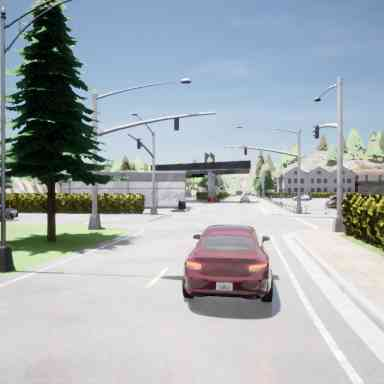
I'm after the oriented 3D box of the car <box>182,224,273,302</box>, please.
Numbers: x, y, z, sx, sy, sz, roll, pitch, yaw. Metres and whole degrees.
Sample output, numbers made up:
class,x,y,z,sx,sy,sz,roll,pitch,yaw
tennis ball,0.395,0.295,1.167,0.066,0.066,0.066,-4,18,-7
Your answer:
class,x,y,z,sx,sy,sz,roll,pitch,yaw
car,0.939,1.526,8.223,1.812,1.442,4.674,0,0,9

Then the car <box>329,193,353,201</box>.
class,x,y,z,sx,sy,sz,roll,pitch,yaw
car,33.280,1.097,74.538,4.605,1.855,1.932,0,0,9

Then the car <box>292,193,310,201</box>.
class,x,y,z,sx,sy,sz,roll,pitch,yaw
car,24.902,1.361,75.843,3.806,1.475,1.970,0,0,9

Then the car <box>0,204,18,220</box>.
class,x,y,z,sx,sy,sz,roll,pitch,yaw
car,-16.209,1.492,26.253,4.902,1.511,2.128,0,0,9

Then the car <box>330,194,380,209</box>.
class,x,y,z,sx,sy,sz,roll,pitch,yaw
car,19.082,1.340,38.905,4.514,1.523,2.007,0,0,9

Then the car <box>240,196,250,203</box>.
class,x,y,z,sx,sy,sz,roll,pitch,yaw
car,10.847,1.526,68.051,1.812,1.442,4.674,0,0,10

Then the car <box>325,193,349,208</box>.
class,x,y,z,sx,sy,sz,roll,pitch,yaw
car,19.527,1.330,42.010,5.027,1.636,2.152,0,0,9

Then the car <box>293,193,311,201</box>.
class,x,y,z,sx,sy,sz,roll,pitch,yaw
car,26.032,1.077,79.029,3.866,1.878,1.905,0,0,9
